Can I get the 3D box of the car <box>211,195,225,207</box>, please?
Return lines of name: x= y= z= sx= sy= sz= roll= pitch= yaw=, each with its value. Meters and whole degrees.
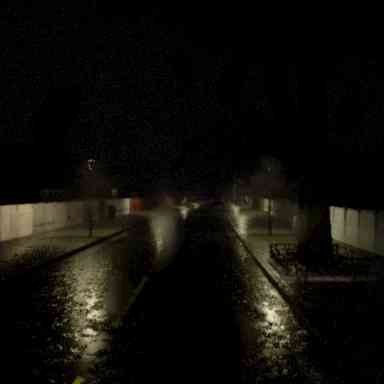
car: x=4.489 y=1.576 z=57.814 sx=2.150 sy=2.045 sz=5.566 roll=0 pitch=0 yaw=6

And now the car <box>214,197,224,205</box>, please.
car: x=5.622 y=1.887 z=68.142 sx=1.882 sy=1.535 sz=5.008 roll=0 pitch=0 yaw=6
